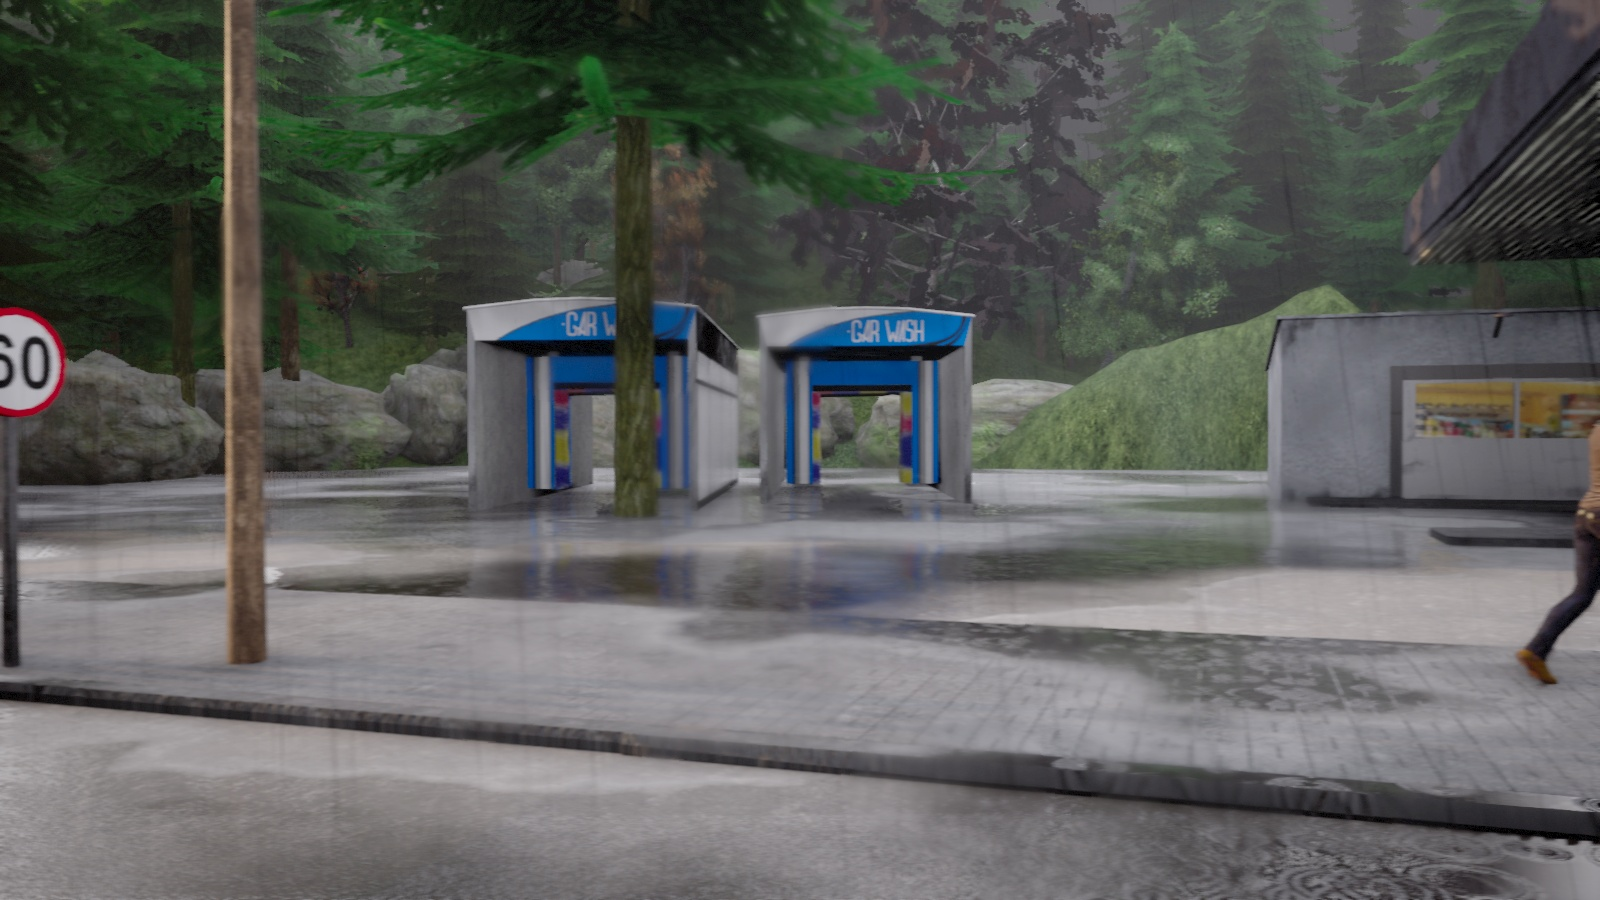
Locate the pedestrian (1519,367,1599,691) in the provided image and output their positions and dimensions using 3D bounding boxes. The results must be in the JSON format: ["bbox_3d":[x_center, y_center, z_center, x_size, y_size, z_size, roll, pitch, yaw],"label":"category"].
[{"bbox_3d":[4.636,0.439,7.138,0.869,1.805,0.328,0,1,8],"label":"pedestrian"}]
